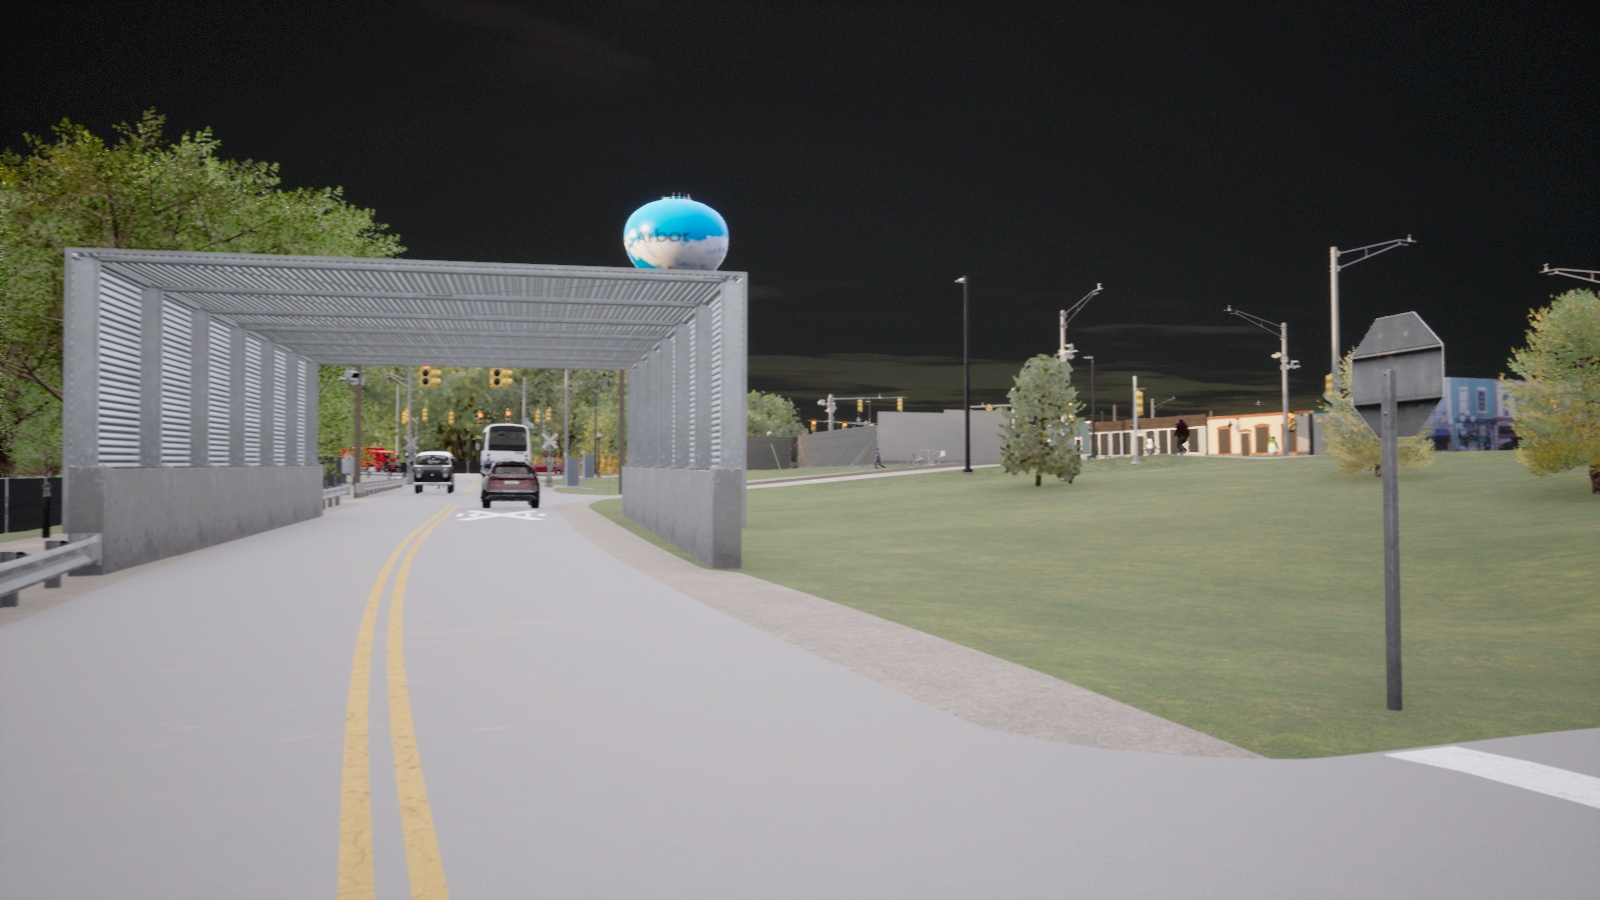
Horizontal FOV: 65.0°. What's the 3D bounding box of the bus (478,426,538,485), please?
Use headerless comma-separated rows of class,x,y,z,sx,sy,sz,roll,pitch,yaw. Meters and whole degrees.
bus,-22.467,0.418,96.125,3.944,4.253,10.273,1,0,-16

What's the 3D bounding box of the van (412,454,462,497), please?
van,-17.723,1.221,61.441,2.069,2.038,4.480,0,0,-13

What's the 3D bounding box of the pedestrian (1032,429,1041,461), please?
pedestrian,13.703,-0.296,72.774,0.353,1.847,0.614,0,-2,-8

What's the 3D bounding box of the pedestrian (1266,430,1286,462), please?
pedestrian,29.284,-0.222,77.307,0.873,1.952,0.659,0,-2,-23

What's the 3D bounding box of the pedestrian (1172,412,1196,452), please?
pedestrian,18.042,-0.832,59.046,0.634,1.844,0.899,0,-2,-21

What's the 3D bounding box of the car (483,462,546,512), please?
car,-10.004,1.240,43.773,2.033,1.649,4.856,0,-1,-14
